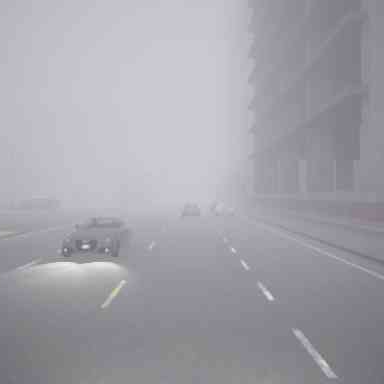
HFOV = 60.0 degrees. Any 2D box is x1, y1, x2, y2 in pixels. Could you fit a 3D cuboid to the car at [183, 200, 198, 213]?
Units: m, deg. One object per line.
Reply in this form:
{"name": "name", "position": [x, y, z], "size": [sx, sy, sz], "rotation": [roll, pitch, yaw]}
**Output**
{"name": "car", "position": [-0.170, 1.925, 44.852], "size": [1.882, 1.535, 5.008], "rotation": [0, 0, 0]}

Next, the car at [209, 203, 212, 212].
{"name": "car", "position": [3.385, 1.957, 45.378], "size": [1.837, 1.490, 4.892], "rotation": [0, 0, 0]}

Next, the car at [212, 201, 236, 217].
{"name": "car", "position": [3.446, 1.878, 35.365], "size": [1.812, 1.442, 4.674], "rotation": [0, -1, 0]}

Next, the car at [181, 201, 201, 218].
{"name": "car", "position": [-0.079, 1.911, 34.720], "size": [1.994, 1.385, 4.181], "rotation": [0, -1, 0]}

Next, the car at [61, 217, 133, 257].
{"name": "car", "position": [-3.638, 1.701, 13.370], "size": [1.994, 1.385, 4.181], "rotation": [0, -1, 0]}
